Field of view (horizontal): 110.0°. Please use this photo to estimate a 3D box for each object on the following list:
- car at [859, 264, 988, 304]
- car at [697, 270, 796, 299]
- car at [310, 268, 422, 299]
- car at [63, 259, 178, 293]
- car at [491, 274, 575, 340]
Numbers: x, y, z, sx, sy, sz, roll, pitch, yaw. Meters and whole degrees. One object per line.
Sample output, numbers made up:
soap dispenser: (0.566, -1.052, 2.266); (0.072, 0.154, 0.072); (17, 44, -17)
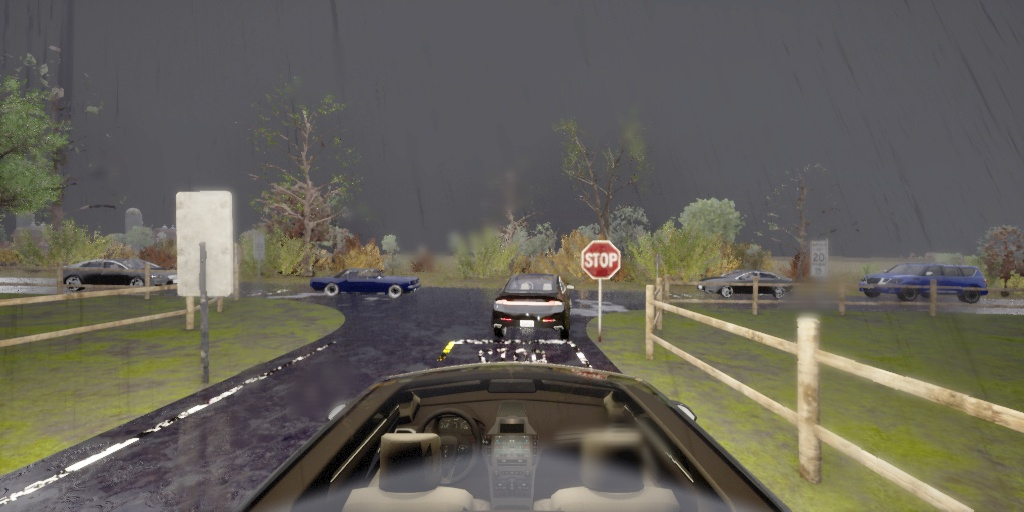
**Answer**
car: (22.899, 1.466, 20.054); (5.566, 2.045, 2.150); (1, 1, 0)
car: (13.003, 1.525, 20.065); (4.902, 1.511, 2.128); (1, 1, 0)
car: (-6.822, 1.248, 17.138); (4.718, 1.301, 1.895); (1, 1, 0)
car: (-18.490, 0.885, 17.154); (4.902, 1.511, 2.128); (1, 1, 0)
car: (0.706, 1.240, 10.107); (2.128, 1.511, 4.902); (0, 0, 9)
